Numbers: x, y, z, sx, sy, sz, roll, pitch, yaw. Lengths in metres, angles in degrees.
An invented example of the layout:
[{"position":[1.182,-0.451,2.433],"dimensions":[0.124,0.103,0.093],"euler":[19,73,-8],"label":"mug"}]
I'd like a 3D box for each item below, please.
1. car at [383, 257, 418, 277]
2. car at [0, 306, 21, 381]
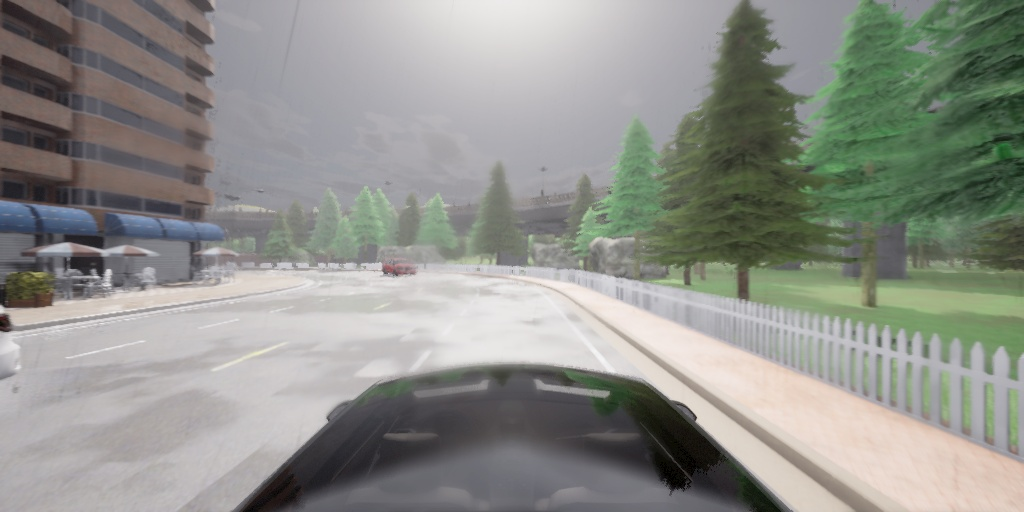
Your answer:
[{"position":[-11.823,1.203,37.720],"dimensions":[2.150,2.045,5.566],"euler":[0,1,-37],"label":"car"},{"position":[-7.830,1.091,2.380],"dimensions":[2.150,2.045,5.566],"euler":[0,1,7],"label":"car"}]
